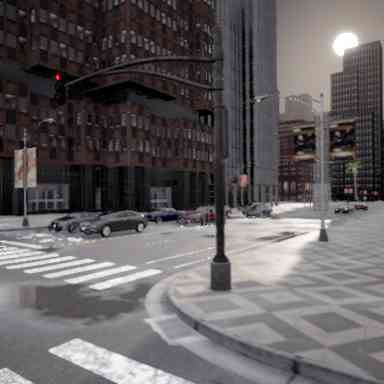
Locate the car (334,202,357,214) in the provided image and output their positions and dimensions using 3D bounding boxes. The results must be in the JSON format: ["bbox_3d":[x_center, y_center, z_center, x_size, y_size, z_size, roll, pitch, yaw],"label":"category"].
[{"bbox_3d":[21.813,2.502,47.515,1.895,1.301,4.718,-1,-1,35],"label":"car"}]

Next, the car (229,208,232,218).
[{"bbox_3d":[2.779,2.230,37.794,1.837,1.490,4.892,-1,-1,35],"label":"car"}]

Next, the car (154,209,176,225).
[{"bbox_3d":[-2.635,2.189,30.135,1.895,1.301,4.718,-1,-1,35],"label":"car"}]

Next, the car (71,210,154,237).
[{"bbox_3d":[-4.912,1.934,21.272,1.837,1.490,4.892,-1,-1,35],"label":"car"}]

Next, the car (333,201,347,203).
[{"bbox_3d":[28.021,2.772,61.947,1.895,1.301,4.718,-1,-1,35],"label":"car"}]

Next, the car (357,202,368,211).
[{"bbox_3d":[29.939,2.595,59.031,1.882,1.535,5.008,-1,-1,35],"label":"car"}]

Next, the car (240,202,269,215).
[{"bbox_3d":[8.691,2.228,46.114,2.097,1.767,4.553,-1,-1,36],"label":"car"}]

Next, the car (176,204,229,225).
[{"bbox_3d":[1.032,1.931,29.687,2.097,1.767,4.553,-1,-1,35],"label":"car"}]

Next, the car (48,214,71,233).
[{"bbox_3d":[-7.682,2.025,22.979,1.994,1.385,4.181,-1,-1,35],"label":"car"}]

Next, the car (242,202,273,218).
[{"bbox_3d":[8.023,2.256,39.571,1.837,1.490,4.892,-1,0,35],"label":"car"}]
